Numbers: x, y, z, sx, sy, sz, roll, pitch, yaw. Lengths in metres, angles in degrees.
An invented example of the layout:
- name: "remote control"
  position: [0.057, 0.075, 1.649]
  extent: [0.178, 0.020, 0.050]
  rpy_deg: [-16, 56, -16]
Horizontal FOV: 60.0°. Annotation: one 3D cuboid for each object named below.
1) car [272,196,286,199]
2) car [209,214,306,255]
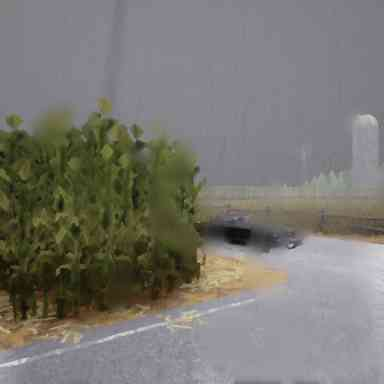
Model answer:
- name: "car"
  position: [19.407, 1.530, 73.938]
  extent: [4.181, 1.385, 1.994]
  rpy_deg: [0, 0, -34]
- name: "car"
  position: [2.159, 1.597, 13.611]
  extent: [1.895, 1.301, 4.718]
  rpy_deg: [0, 0, -38]
